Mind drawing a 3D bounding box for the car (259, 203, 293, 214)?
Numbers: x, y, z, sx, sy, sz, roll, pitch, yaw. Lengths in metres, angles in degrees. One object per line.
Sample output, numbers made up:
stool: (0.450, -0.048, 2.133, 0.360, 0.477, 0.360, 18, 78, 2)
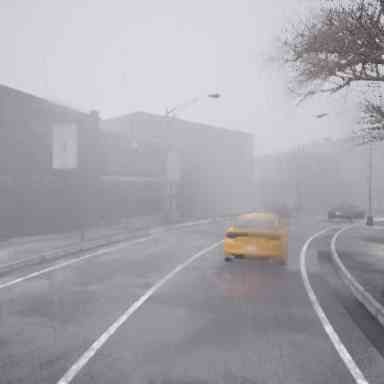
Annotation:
car: (6.345, 1.579, 26.772, 2.033, 1.411, 5.357, 1, 0, 39)

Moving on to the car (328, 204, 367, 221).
car: (13.513, 1.727, 28.860, 4.181, 1.385, 1.994, 1, 0, -44)

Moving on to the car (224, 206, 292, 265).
car: (2.455, 1.497, 11.972, 1.882, 1.535, 5.008, 0, 0, 17)
